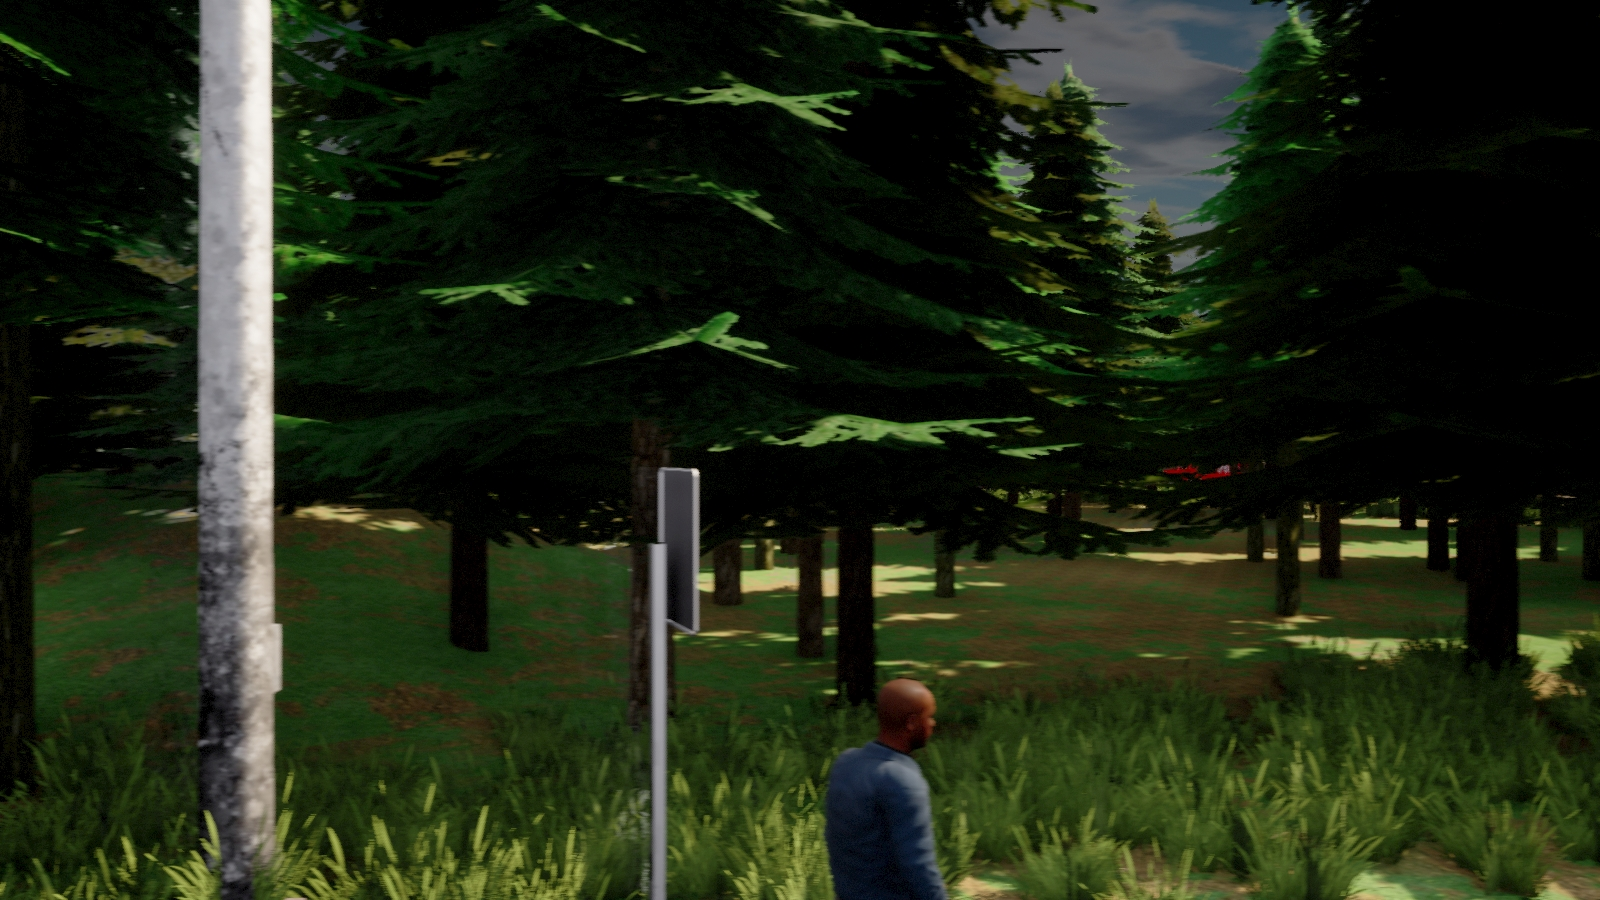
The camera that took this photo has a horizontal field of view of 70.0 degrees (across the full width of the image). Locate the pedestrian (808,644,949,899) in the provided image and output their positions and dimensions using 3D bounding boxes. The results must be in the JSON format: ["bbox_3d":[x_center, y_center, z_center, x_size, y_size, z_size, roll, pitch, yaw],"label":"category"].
[{"bbox_3d":[0.275,1.668,4.089,0.375,1.860,0.375,0,0,-24],"label":"pedestrian"}]

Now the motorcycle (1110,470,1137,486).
[{"bbox_3d":[25.284,2.180,89.260,0.867,1.251,2.209,0,0,-22],"label":"motorcycle"}]
